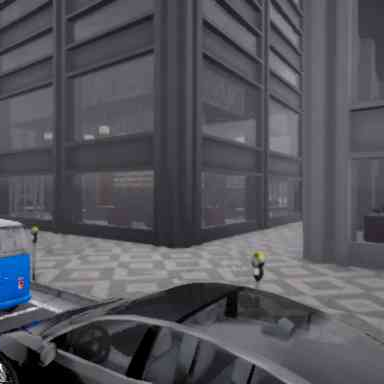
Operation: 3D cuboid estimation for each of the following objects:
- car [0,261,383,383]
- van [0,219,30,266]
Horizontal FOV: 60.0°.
[{"bbox_3d":[-0.162,1.565,3.075,4.313,1.339,1.947,0,0,35],"label":"car"},{"bbox_3d":[-4.755,1.337,6.348,3.998,1.788,1.690,0,0,35],"label":"van"}]
